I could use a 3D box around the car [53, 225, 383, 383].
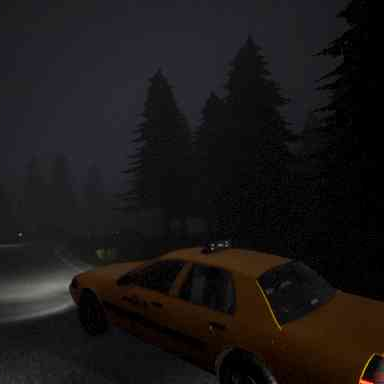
[{"bbox_3d":[0.143,1.440,4.734,5.366,1.575,1.801,0,1,43],"label":"car"}]

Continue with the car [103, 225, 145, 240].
[{"bbox_3d":[-7.442,4.510,36.950,2.033,1.411,5.357,-4,-8,20],"label":"car"}]

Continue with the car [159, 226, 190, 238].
[{"bbox_3d":[-2.326,5.543,46.260,1.882,1.535,5.008,-5,-8,30],"label":"car"}]

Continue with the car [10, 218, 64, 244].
[{"bbox_3d":[-12.752,3.223,28.097,2.150,2.045,5.566,-4,-7,7],"label":"car"}]
